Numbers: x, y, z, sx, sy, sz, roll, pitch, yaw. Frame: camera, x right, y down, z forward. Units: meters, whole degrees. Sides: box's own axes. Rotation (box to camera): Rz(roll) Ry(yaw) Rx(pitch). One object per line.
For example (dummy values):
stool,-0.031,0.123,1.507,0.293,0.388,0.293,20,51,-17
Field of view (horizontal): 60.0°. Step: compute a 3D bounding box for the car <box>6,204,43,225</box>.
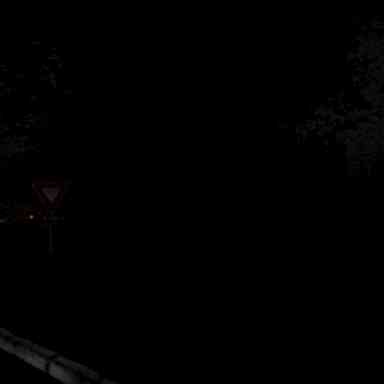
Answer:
car,-13.303,1.711,26.421,1.882,1.535,5.008,1,-1,-37
